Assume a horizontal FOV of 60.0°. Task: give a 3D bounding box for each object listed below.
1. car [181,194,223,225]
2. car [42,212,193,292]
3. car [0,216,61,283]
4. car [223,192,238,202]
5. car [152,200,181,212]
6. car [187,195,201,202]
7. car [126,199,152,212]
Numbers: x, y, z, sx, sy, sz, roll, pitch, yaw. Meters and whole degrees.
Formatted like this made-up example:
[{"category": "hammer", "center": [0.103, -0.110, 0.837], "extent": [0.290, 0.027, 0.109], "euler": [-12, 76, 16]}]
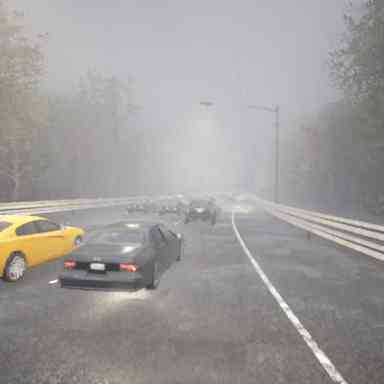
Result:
[{"category": "car", "center": [0.833, 1.276, 23.846], "extent": [2.097, 1.767, 4.553], "euler": [0, 0, 9]}, {"category": "car", "center": [-1.476, 1.512, 9.039], "extent": [2.033, 1.411, 5.357], "euler": [0, 0, 9]}, {"category": "car", "center": [-4.929, 1.416, 9.591], "extent": [1.882, 1.535, 5.008], "euler": [1, 0, 9]}, {"category": "car", "center": [8.271, 1.313, 71.581], "extent": [2.033, 1.411, 5.357], "euler": [0, 0, 9]}, {"category": "car", "center": [-1.692, 1.427, 30.395], "extent": [2.033, 1.411, 5.357], "euler": [0, 0, 9]}, {"category": "car", "center": [0.395, 1.285, 66.503], "extent": [2.033, 1.411, 5.357], "euler": [0, 0, 9]}, {"category": "car", "center": [-4.838, 1.392, 32.910], "extent": [2.033, 1.411, 5.357], "euler": [1, 0, 9]}]
